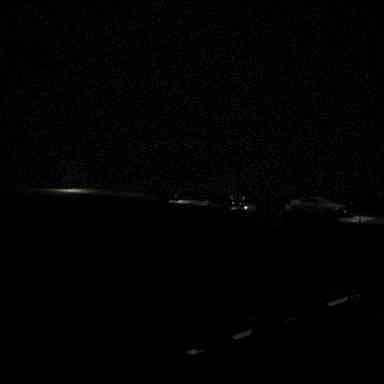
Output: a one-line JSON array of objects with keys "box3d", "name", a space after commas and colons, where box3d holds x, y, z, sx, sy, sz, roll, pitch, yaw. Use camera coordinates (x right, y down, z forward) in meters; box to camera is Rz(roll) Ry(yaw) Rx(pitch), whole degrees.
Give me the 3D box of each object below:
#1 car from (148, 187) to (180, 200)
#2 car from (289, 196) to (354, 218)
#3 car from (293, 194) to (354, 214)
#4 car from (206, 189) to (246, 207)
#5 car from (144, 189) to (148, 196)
[{"box3d": [-3.481, 0.284, 45.045, 2.128, 1.511, 4.902, -3, 4, -35], "name": "car"}, {"box3d": [9.847, 1.080, 26.230, 1.812, 1.442, 4.674, -3, 4, -35], "name": "car"}, {"box3d": [11.440, 0.962, 29.182, 1.895, 1.301, 4.718, -3, 4, -36], "name": "car"}, {"box3d": [3.538, 0.543, 35.118, 2.097, 1.767, 4.553, -3, 4, -35], "name": "car"}, {"box3d": [-6.112, -0.123, 53.758, 2.128, 1.511, 4.902, -3, 4, -35], "name": "car"}]
